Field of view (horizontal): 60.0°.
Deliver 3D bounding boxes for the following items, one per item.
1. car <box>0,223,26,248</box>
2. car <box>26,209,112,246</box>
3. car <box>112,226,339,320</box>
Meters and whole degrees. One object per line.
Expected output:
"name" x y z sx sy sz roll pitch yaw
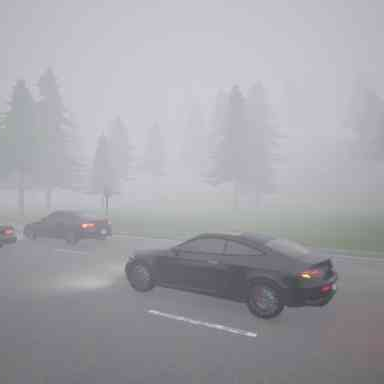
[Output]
"car" -9.240 1.547 13.306 5.357 1.411 2.033 0 0 32
"car" -5.698 1.526 15.279 4.674 1.442 1.812 0 0 31
"car" 0.652 1.526 7.272 4.674 1.442 1.812 0 0 33
